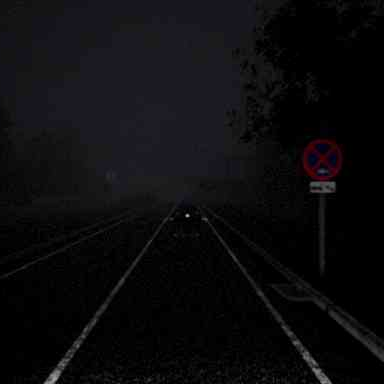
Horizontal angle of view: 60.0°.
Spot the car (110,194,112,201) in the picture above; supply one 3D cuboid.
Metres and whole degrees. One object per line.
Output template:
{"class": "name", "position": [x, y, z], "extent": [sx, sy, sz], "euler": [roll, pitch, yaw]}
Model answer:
{"class": "car", "position": [-23.437, 1.737, 83.631], "extent": [4.792, 1.488, 2.163], "euler": [0, -1, -1]}

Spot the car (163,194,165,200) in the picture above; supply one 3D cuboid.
{"class": "car", "position": [-10.421, 1.417, 84.025], "extent": [5.566, 2.045, 2.435], "euler": [0, -1, -1]}

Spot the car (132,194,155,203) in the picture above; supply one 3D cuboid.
{"class": "car", "position": [-10.088, 1.416, 70.010], "extent": [4.553, 1.767, 2.185], "euler": [0, -1, -1]}

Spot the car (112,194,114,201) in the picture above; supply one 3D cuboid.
{"class": "car", "position": [-23.550, 1.763, 86.414], "extent": [4.792, 1.488, 2.163], "euler": [0, -1, -1]}

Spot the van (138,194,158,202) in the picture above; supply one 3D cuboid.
{"class": "van", "position": [-10.398, 1.392, 78.417], "extent": [4.442, 1.987, 1.878], "euler": [0, -1, -1]}

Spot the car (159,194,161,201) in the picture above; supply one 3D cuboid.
{"class": "car", "position": [-10.221, 1.593, 75.616], "extent": [4.892, 1.521, 2.231], "euler": [0, -1, -1]}

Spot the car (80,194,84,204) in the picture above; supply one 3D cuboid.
{"class": "car", "position": [-23.044, 1.562, 61.358], "extent": [4.674, 1.452, 2.002], "euler": [0, 0, -1]}

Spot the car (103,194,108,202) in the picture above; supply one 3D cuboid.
{"class": "car", "position": [-23.171, 1.654, 78.064], "extent": [5.366, 1.575, 1.946], "euler": [0, -1, -1]}

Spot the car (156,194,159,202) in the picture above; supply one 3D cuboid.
{"class": "car", "position": [-10.096, 1.268, 67.210], "extent": [5.566, 2.045, 2.435], "euler": [0, 0, -1]}

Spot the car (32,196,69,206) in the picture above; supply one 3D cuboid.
{"class": "car", "position": [-22.887, 1.490, 53.004], "extent": [5.008, 1.535, 2.097], "euler": [0, 0, -1]}

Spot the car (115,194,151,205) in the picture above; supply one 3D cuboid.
{"class": "car", "position": [-9.858, 1.458, 56.000], "extent": [4.892, 1.521, 2.231], "euler": [0, 0, -1]}

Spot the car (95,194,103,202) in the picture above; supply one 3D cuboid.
{"class": "car", "position": [-23.300, 1.672, 75.276], "extent": [4.674, 1.452, 2.002], "euler": [0, -1, -1]}

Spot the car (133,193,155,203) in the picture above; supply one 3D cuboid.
{"class": "car", "position": [-9.943, 1.216, 58.801], "extent": [5.566, 2.045, 2.435], "euler": [0, 0, -1]}

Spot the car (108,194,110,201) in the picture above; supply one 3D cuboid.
{"class": "car", "position": [-23.406, 1.682, 80.846], "extent": [5.008, 1.535, 2.097], "euler": [0, -1, -1]}

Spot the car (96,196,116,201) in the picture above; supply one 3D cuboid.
{"class": "car", "position": [-23.626, 1.790, 91.983], "extent": [5.008, 1.535, 2.097], "euler": [0, -1, -1]}

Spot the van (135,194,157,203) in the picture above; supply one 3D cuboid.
{"class": "van", "position": [-10.058, 1.341, 72.816], "extent": [4.442, 1.987, 1.878], "euler": [0, -1, -1]}

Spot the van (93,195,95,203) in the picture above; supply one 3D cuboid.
{"class": "van", "position": [-23.313, 1.355, 69.705], "extent": [4.442, 1.987, 1.878], "euler": [0, 0, -1]}

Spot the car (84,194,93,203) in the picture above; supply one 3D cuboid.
{"class": "car", "position": [-23.113, 1.433, 66.927], "extent": [4.553, 1.767, 2.185], "euler": [0, 0, -1]}

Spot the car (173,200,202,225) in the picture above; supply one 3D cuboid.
{"class": "car", "position": [-0.332, 1.544, 24.116], "extent": [1.994, 1.385, 4.181], "euler": [0, 0, -1]}

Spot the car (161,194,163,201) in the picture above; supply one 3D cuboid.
{"class": "car", "position": [-10.331, 1.643, 81.221], "extent": [5.008, 1.535, 2.097], "euler": [0, -1, -1]}

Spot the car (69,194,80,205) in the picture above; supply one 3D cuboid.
{"class": "car", "position": [-22.997, 1.507, 58.571], "extent": [5.008, 1.535, 2.097], "euler": [0, 0, -1]}
